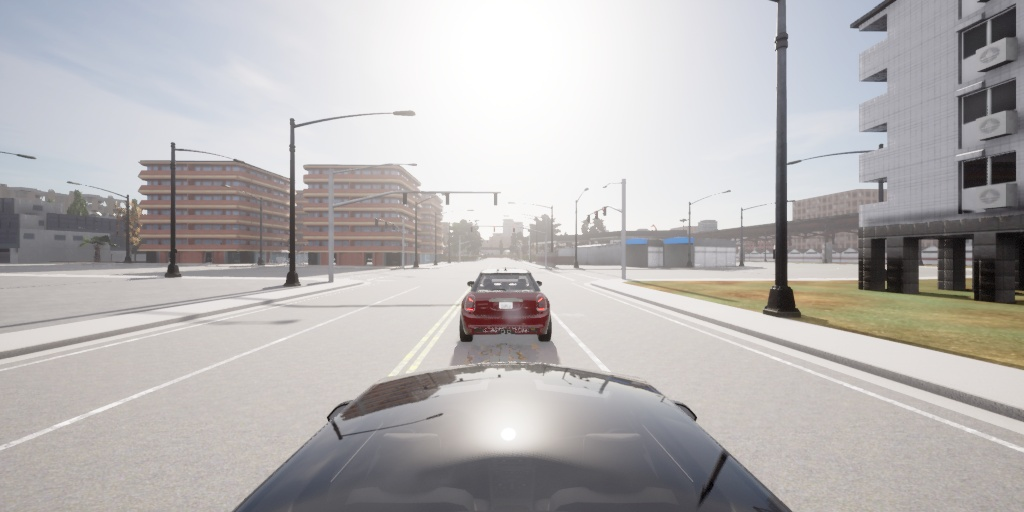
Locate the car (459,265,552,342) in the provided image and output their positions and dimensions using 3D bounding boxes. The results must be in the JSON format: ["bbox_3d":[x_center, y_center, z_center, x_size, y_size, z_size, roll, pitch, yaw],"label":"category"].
[{"bbox_3d":[-0.196,1.102,9.965,2.097,1.767,4.553,0,0,-2],"label":"car"}]
